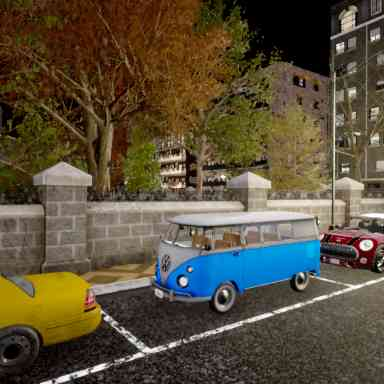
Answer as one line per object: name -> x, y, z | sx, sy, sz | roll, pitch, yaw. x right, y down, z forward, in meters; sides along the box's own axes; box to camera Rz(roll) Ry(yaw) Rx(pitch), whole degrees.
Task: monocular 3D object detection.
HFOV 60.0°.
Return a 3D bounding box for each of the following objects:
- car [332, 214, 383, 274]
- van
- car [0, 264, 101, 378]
car -> 5.678, 1.442, 10.584 | 4.097, 1.590, 1.967 | 0, 1, -35
van -> 1.106, 1.342, 7.328 | 3.998, 1.788, 1.690 | 0, 1, -35
car -> -3.608, 1.525, 3.976 | 4.829, 1.417, 1.752 | 0, 1, -35
